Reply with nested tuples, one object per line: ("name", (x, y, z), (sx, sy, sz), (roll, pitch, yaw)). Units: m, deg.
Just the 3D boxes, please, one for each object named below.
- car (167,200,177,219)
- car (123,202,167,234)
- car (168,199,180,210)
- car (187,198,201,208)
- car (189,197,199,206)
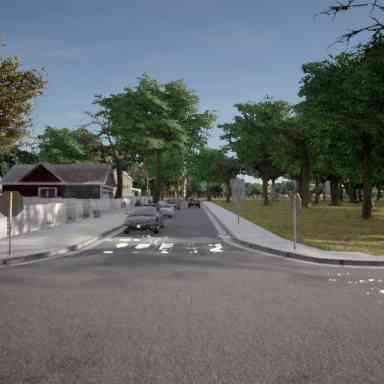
("car", (-2.665, 1.667, 29.863), (1.895, 1.301, 4.718), (0, 0, 0))
("car", (-2.736, 1.536, 19.623), (1.837, 1.490, 4.892), (0, 0, 1))
("car", (-2.562, 1.625, 44.166), (2.128, 1.511, 4.902), (0, 0, 1))
("car", (0.314, 1.674, 51.335), (1.837, 1.490, 4.892), (0, 0, 0))
("car", (0.382, 1.749, 61.757), (1.812, 1.442, 4.674), (0, 0, 0))
